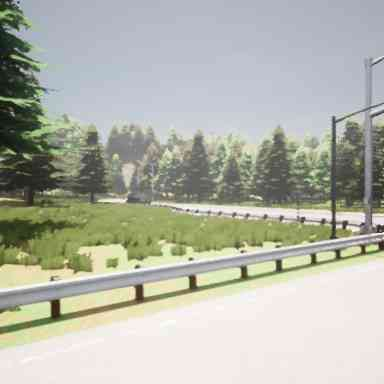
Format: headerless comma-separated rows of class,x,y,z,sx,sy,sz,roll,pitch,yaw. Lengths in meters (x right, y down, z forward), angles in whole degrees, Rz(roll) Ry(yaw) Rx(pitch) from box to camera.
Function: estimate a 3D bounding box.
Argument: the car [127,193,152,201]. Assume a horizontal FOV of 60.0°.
car,-8.357,1.209,52.344,2.150,2.045,5.566,0,0,-34
